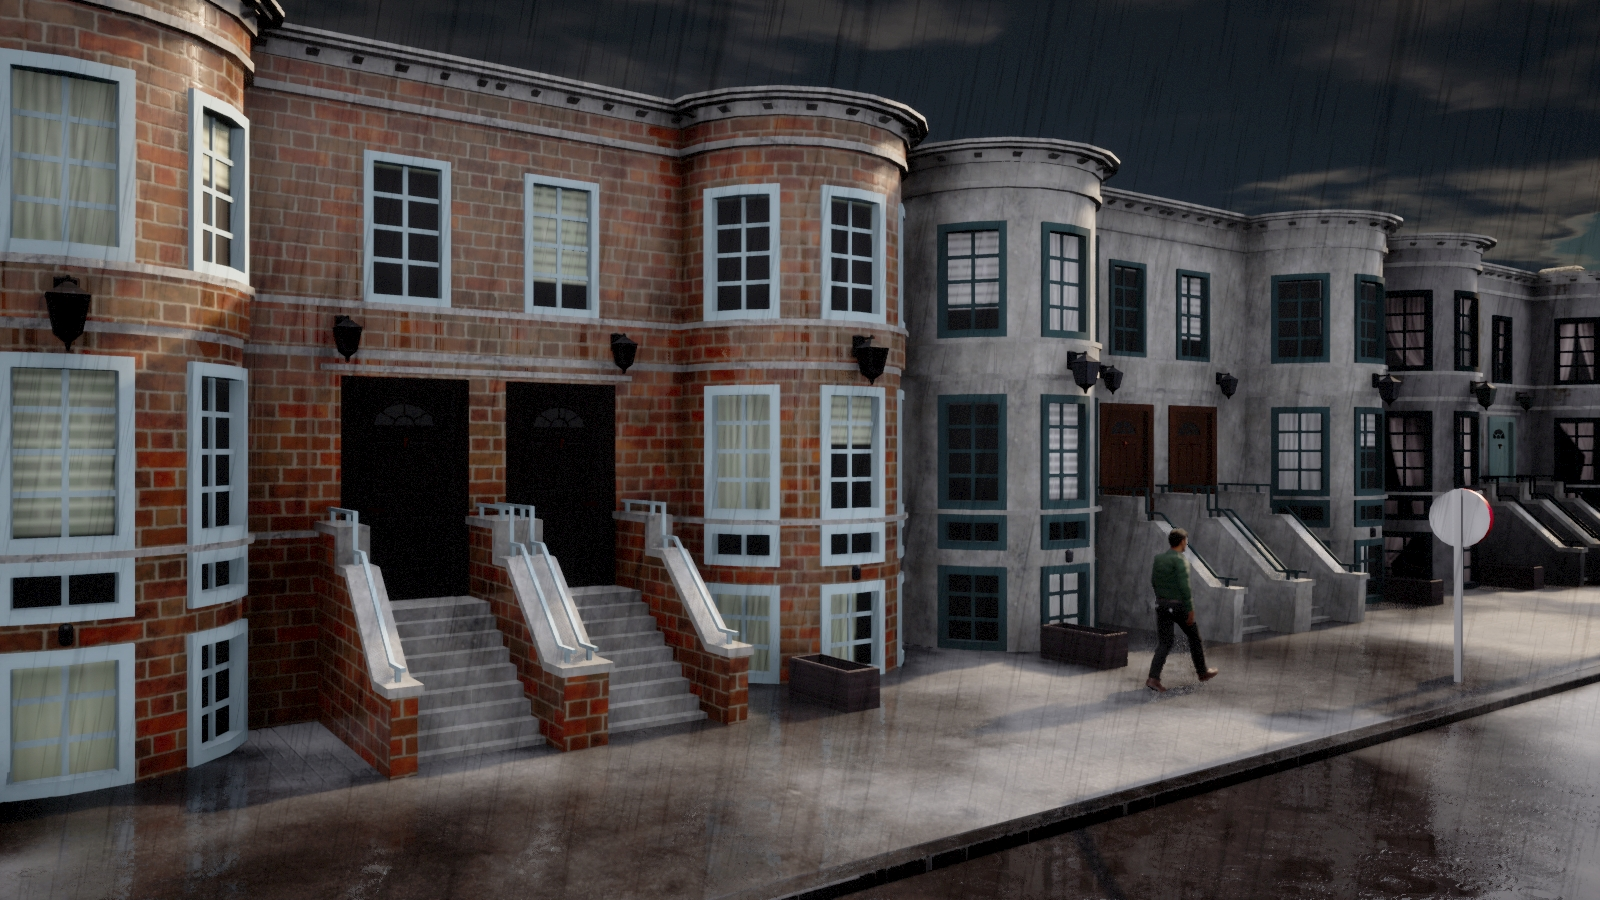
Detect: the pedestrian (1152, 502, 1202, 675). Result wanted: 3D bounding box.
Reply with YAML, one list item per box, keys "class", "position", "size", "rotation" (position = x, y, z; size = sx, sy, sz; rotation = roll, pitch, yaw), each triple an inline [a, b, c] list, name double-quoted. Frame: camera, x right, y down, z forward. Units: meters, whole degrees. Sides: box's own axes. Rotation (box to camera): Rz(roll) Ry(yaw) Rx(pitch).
- class: "pedestrian"
  position: [4.193, 1.524, 12.722]
  size: [0.375, 1.860, 0.375]
  rotation: [0, 0, -27]
